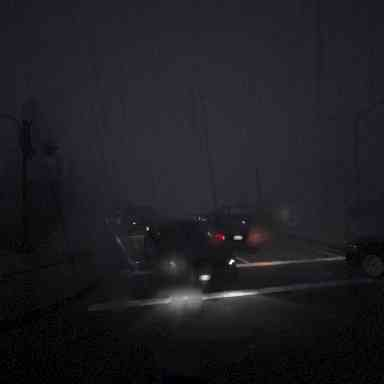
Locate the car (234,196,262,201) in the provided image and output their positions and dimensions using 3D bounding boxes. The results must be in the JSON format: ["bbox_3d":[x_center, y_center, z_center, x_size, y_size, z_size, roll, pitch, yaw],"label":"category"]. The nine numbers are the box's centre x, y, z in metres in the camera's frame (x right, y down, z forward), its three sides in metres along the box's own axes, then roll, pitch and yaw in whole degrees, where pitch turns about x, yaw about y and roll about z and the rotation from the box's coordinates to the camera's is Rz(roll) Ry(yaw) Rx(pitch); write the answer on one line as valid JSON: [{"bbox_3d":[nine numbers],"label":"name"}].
[{"bbox_3d":[7.433,1.288,46.124,2.007,1.523,4.514,0,0,-17],"label":"car"}]

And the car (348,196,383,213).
[{"bbox_3d":[15.633,1.356,29.149,1.970,1.475,3.806,0,0,-17],"label":"car"}]

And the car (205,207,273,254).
[{"bbox_3d":[1.355,1.538,13.394,2.033,1.411,5.357,0,0,-3],"label":"car"}]

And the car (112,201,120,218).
[{"bbox_3d":[-6.222,1.515,30.091,2.033,1.411,5.357,0,0,-17],"label":"car"}]

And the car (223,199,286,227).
[{"bbox_3d":[2.858,1.466,19.898,5.357,1.411,2.033,-3,1,-15],"label":"car"}]

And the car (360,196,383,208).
[{"bbox_3d":[23.971,1.274,43.118,1.845,1.501,3.633,0,0,-17],"label":"car"}]

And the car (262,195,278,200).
[{"bbox_3d":[10.423,1.278,47.074,2.152,1.636,5.027,0,0,-17],"label":"car"}]

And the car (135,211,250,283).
[{"bbox_3d":[-0.371,1.543,10.093,2.033,1.411,5.357,0,0,-14],"label":"car"}]

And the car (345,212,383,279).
[{"bbox_3d":[6.517,1.476,8.220,5.008,1.535,1.882,0,0,40],"label":"car"}]

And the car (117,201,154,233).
[{"bbox_3d":[-3.083,1.529,19.933,2.033,1.411,5.357,0,0,-17],"label":"car"}]
